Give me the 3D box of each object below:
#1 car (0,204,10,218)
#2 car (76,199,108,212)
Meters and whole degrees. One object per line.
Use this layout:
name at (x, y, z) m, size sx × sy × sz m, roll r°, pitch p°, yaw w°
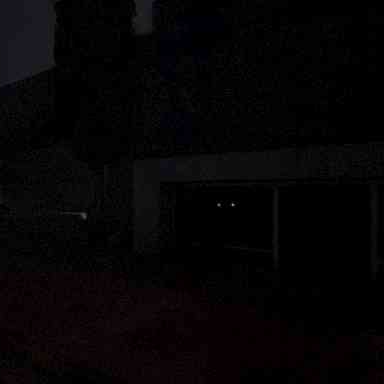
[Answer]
car at (-18.205, 1.478, 28.108) m, size 1.882 × 1.535 × 5.008 m, roll 0°, pitch 0°, yaw 36°
car at (-10.967, 1.504, 38.158) m, size 1.837 × 1.490 × 4.892 m, roll 0°, pitch 0°, yaw 36°
